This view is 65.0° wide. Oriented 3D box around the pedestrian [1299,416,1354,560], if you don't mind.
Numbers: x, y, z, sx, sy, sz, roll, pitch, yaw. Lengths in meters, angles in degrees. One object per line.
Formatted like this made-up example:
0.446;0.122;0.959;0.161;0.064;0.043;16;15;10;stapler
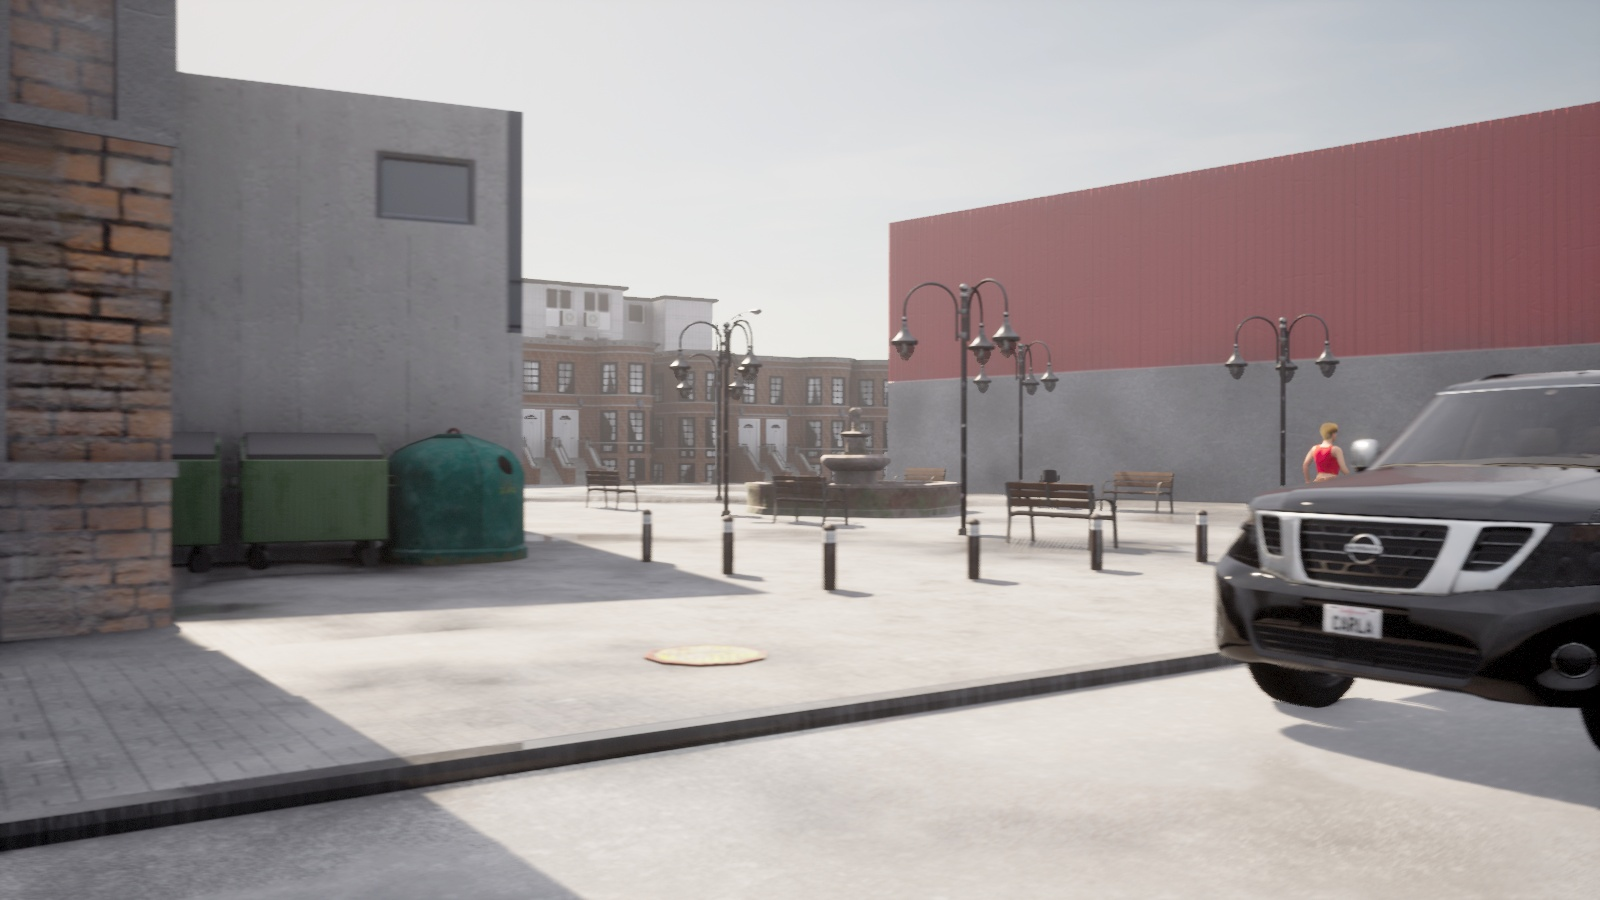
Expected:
6.826;0.480;16.287;0.594;1.836;0.345;0;0;-24;pedestrian

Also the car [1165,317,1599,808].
4.936;0.472;7.700;5.566;2.045;2.150;0;0;-35;car
